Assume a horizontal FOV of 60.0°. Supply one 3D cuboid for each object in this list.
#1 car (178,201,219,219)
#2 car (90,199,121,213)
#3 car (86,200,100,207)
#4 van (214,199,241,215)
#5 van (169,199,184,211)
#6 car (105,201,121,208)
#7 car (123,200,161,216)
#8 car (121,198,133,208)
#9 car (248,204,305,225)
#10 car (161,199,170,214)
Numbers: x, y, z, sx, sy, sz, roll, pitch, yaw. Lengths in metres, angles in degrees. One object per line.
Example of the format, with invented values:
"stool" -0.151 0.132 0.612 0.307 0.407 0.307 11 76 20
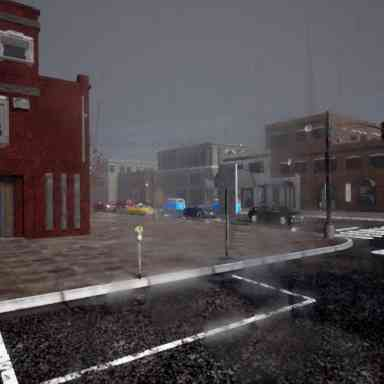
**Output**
"car" 0.773 1.949 34.340 1.994 1.385 4.181 -1 0 -35
"car" -12.744 2.000 48.490 2.192 1.841 5.009 -2 0 -36
"car" -22.643 2.594 76.237 1.802 1.307 4.206 -2 0 -36
"van" 4.030 1.706 39.657 1.690 1.788 3.998 -2 0 -36
"van" -2.640 1.867 48.801 1.690 1.788 3.998 -2 0 -36
"car" -15.973 2.432 67.092 1.802 1.307 4.206 -2 0 -36
"car" -5.968 2.047 39.208 1.752 1.417 4.829 -2 0 -36
"car" -12.645 2.084 62.519 2.192 1.841 5.009 -2 0 -36
"car" 6.594 1.749 26.338 1.837 1.490 4.892 -1 0 -36
"car" -5.155 2.033 42.468 1.837 1.490 4.892 -1 0 -36
